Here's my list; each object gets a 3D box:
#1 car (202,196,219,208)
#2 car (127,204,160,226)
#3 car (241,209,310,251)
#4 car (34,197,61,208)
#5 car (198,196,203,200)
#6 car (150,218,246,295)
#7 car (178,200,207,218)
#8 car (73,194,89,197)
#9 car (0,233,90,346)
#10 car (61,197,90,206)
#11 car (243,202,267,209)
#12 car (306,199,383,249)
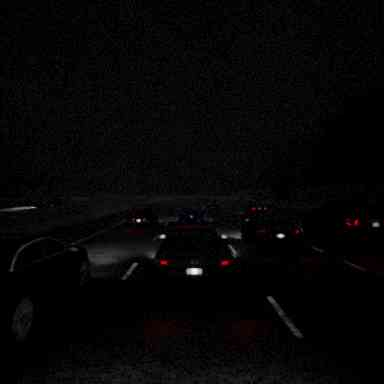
[{"bbox_3d":[3.191,1.773,53.028,2.033,1.411,5.357,0,0,0],"label":"car"},{"bbox_3d":[-3.548,1.647,24.463,1.837,1.490,4.892,0,0,0],"label":"car"},{"bbox_3d":[3.407,1.680,14.821,1.994,1.385,4.181,0,0,0],"label":"car"},{"bbox_3d":[-17.827,1.625,42.544,1.882,1.535,5.008,0,0,0],"label":"car"},{"bbox_3d":[3.034,1.753,80.786,1.882,1.535,5.008,0,0,0],"label":"car"},{"bbox_3d":[0.040,1.634,8.919,1.994,1.385,4.181,0,0,0],"label":"car"},{"bbox_3d":[-0.059,1.641,26.558,1.882,1.535,5.008,0,0,0],"label":"car"},{"bbox_3d":[-21.372,1.362,63.991,2.150,2.045,5.566,0,0,0],"label":"car"},{"bbox_3d":[-3.445,1.532,6.393,2.128,1.511,4.902,0,0,0],"label":"car"},{"bbox_3d":[-14.325,1.684,41.745,1.812,1.442,4.674,0,0,0],"label":"car"},{"bbox_3d":[6.884,1.767,36.483,2.033,1.411,5.357,0,0,0],"label":"car"},{"bbox_3d":[7.001,1.352,15.367,2.150,2.045,5.566,0,0,0],"label":"car"}]
